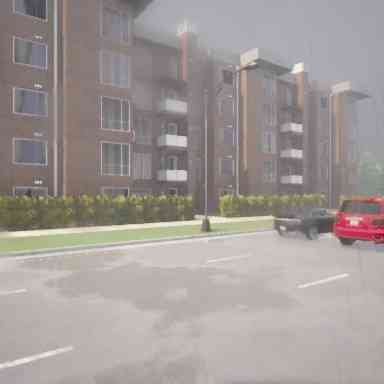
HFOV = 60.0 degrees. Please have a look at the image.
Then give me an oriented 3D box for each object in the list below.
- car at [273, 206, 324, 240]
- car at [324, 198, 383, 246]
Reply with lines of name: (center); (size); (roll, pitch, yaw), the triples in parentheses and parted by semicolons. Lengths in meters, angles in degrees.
car: (6.236, 1.492, 16.916); (4.902, 1.511, 2.128); (0, 0, -35)
car: (8.293, 1.255, 14.084); (5.566, 2.045, 2.150); (0, 0, -35)
